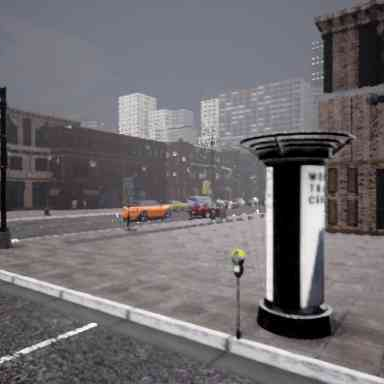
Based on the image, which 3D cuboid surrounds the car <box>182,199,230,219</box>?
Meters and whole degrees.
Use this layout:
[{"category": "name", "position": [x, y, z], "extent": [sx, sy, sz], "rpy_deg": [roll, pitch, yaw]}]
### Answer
[{"category": "car", "position": [1.392, 1.656, 30.702], "extent": [1.887, 1.381, 4.507], "rpy_deg": [0, 0, 35]}]

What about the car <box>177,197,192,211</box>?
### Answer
[{"category": "car", "position": [-2.429, 1.654, 39.931], "extent": [1.752, 1.417, 4.829], "rpy_deg": [0, 0, 35]}]

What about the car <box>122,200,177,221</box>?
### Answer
[{"category": "car", "position": [-3.692, 1.438, 28.055], "extent": [2.097, 1.767, 4.553], "rpy_deg": [0, 0, 35]}]

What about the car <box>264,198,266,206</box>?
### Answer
[{"category": "car", "position": [13.556, 1.825, 62.676], "extent": [2.008, 1.369, 4.403], "rpy_deg": [0, 0, 35]}]

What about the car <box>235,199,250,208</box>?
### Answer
[{"category": "car", "position": [7.104, 1.739, 53.495], "extent": [1.752, 1.417, 4.829], "rpy_deg": [0, 0, 35]}]

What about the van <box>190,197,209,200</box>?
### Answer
[{"category": "van", "position": [0.846, 1.498, 44.593], "extent": [1.690, 1.788, 3.998], "rpy_deg": [0, 0, 35]}]

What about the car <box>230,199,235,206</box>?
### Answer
[{"category": "car", "position": [4.024, 1.736, 49.113], "extent": [2.008, 1.369, 4.403], "rpy_deg": [0, 0, 35]}]

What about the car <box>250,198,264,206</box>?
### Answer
[{"category": "car", "position": [10.379, 1.795, 58.155], "extent": [2.008, 1.369, 4.403], "rpy_deg": [0, 0, 35]}]
